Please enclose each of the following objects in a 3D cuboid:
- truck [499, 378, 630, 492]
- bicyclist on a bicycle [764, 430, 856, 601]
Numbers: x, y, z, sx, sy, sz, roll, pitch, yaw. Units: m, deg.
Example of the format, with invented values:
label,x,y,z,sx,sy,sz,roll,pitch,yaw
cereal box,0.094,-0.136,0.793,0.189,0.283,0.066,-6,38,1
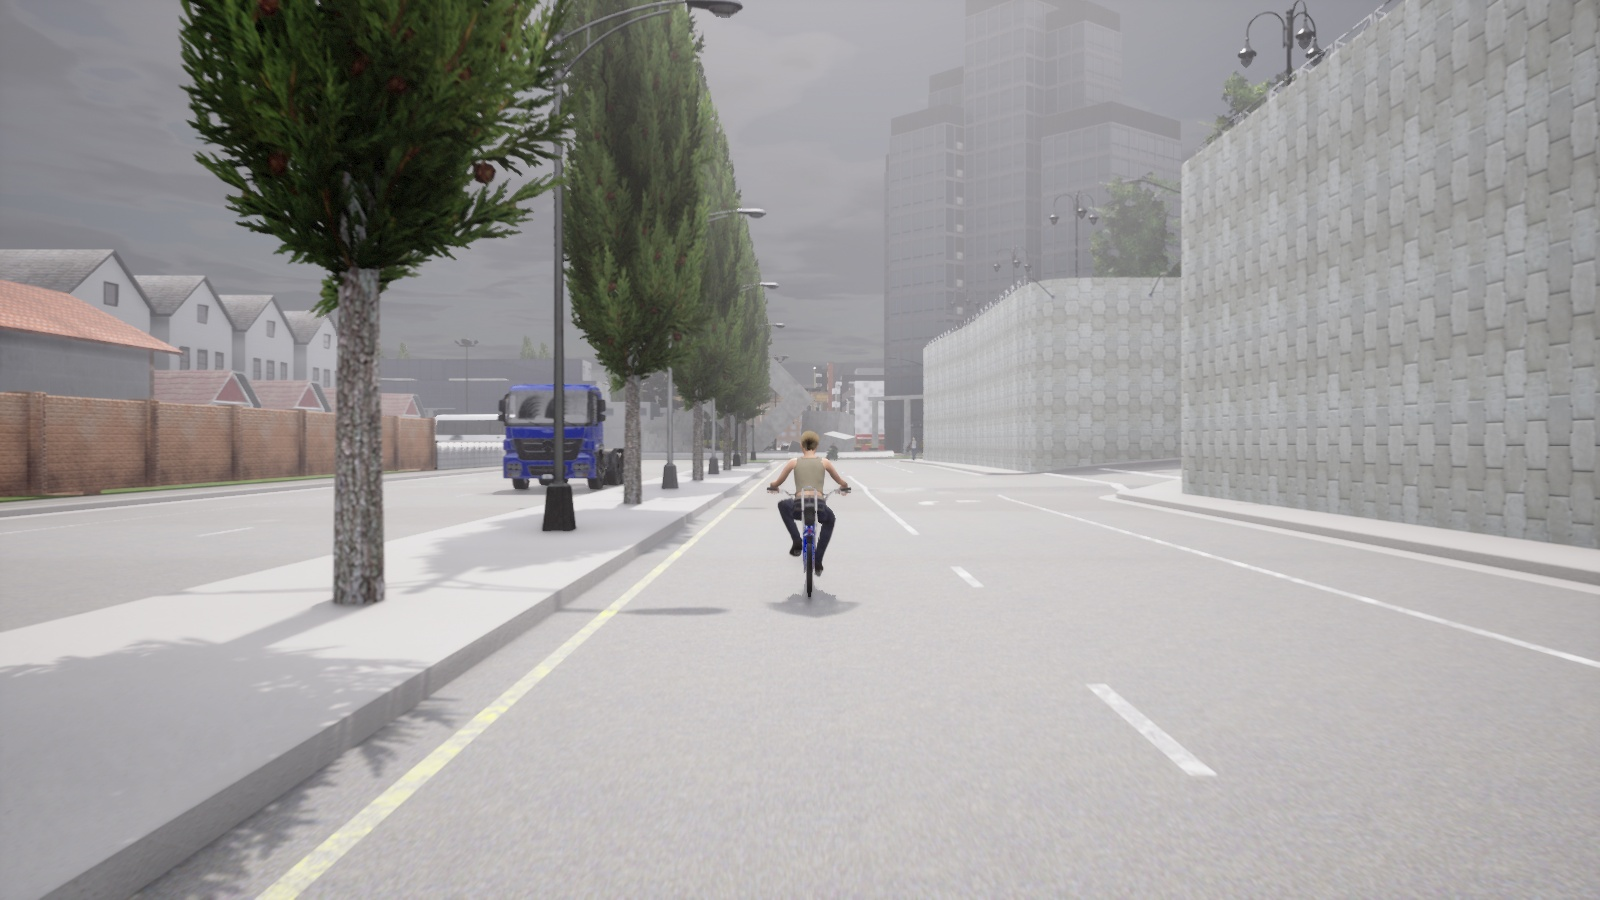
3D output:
label,x,y,z,sx,sy,sz,roll,pitch,yaw
truck,-7.743,-0.481,42.416,2.891,3.462,7.936,0,0,0
bicyclist on a bicycle,0.092,0.612,12.555,0.866,1.612,1.509,0,0,0
